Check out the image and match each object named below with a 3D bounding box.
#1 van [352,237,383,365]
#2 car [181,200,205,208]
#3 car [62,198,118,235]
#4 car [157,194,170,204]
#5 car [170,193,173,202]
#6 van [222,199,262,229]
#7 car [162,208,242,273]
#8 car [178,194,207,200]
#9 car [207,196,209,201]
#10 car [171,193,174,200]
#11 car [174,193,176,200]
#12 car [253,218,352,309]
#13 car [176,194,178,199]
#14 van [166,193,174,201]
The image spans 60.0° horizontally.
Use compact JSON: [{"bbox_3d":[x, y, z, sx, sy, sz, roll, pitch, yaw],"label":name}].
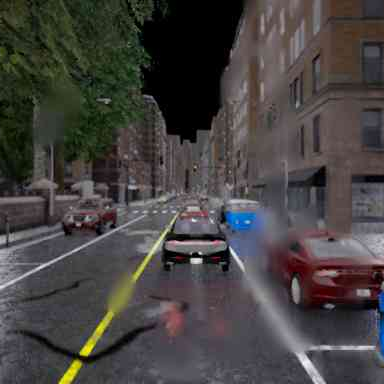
[{"bbox_3d":[2.856,1.341,2.124,1.690,1.788,3.998,0,0,0],"label":"van"},{"bbox_3d":[0.129,1.516,21.999,1.812,1.442,4.674,0,0,0],"label":"car"},{"bbox_3d":[-5.647,1.306,19.076,2.192,1.841,5.009,0,0,0],"label":"car"},{"bbox_3d":[-5.593,1.470,62.595,1.752,1.417,4.829,0,0,0],"label":"car"},{"bbox_3d":[-5.586,1.491,68.215,2.008,1.369,4.403,0,0,0],"label":"car"},{"bbox_3d":[2.878,1.334,19.105,1.690,1.788,3.998,0,0,0],"label":"van"},{"bbox_3d":[0.113,1.488,10.653,2.128,1.511,4.902,0,0,0],"label":"car"},{"bbox_3d":[0.085,1.334,31.018,2.097,1.767,4.553,0,0,2],"label":"car"},{"bbox_3d":[2.952,1.375,79.142,1.967,1.590,4.097,0,0,0],"label":"car"},{"bbox_3d":[-5.580,1.481,73.666,1.887,1.381,4.507,0,0,0],"label":"car"},{"bbox_3d":[-5.573,1.479,79.117,1.887,1.381,4.507,0,0,0],"label":"car"},{"bbox_3d":[2.864,1.543,7.785,1.887,1.381,4.507,0,0,0],"label":"car"},{"bbox_3d":[-5.559,1.482,90.019,2.008,1.369,4.403,0,0,0],"label":"car"},{"bbox_3d":[-5.567,1.273,84.568,1.690,1.788,3.998,0,0,0],"label":"van"}]
